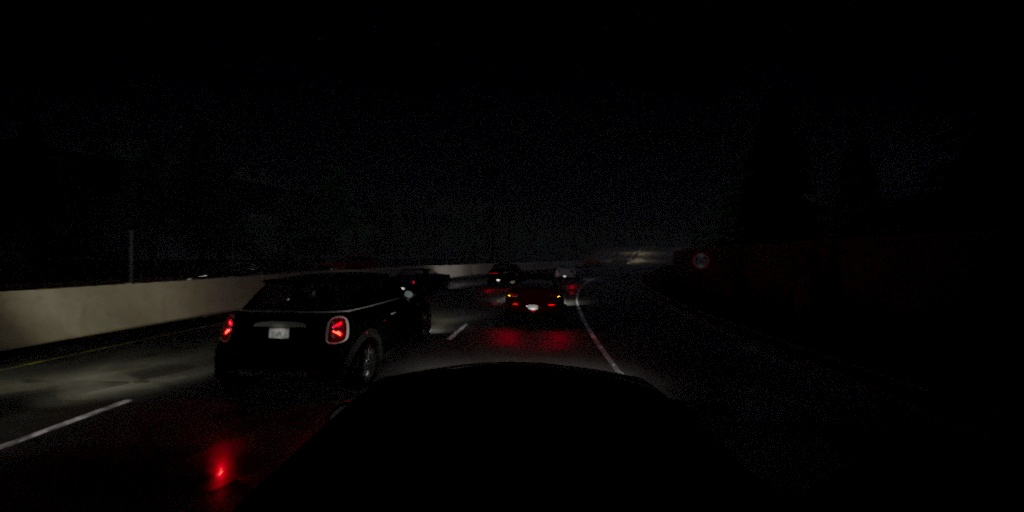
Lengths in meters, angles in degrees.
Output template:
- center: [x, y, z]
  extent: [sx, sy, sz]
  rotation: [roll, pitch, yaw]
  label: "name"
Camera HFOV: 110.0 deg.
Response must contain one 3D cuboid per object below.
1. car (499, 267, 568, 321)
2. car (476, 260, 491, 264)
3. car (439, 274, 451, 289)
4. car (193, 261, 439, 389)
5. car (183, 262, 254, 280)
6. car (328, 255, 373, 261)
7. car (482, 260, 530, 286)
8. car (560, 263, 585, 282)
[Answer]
- center: [0.864, 1.294, 12.462]
  extent: [1.812, 1.442, 4.674]
  rotation: [0, 0, 7]
  label: "car"
- center: [-4.349, 1.328, 61.789]
  extent: [2.033, 1.411, 5.357]
  rotation: [0, 0, 26]
  label: "car"
- center: [-5.048, 1.332, 20.028]
  extent: [1.895, 1.301, 4.718]
  rotation: [0, 0, 11]
  label: "car"
- center: [-3.109, 1.084, 7.041]
  extent: [2.097, 1.767, 4.553]
  rotation: [0, 0, 2]
  label: "car"
- center: [-18.714, 1.135, 23.683]
  extent: [1.837, 1.490, 4.892]
  rotation: [0, 0, 12]
  label: "car"
- center: [-13.711, 0.897, 29.810]
  extent: [2.150, 2.045, 5.566]
  rotation: [0, 0, 15]
  label: "car"
- center: [-0.296, 1.277, 25.054]
  extent: [1.837, 1.490, 4.892]
  rotation: [0, 0, 14]
  label: "car"
- center: [4.787, 1.338, 29.872]
  extent: [1.812, 1.442, 4.674]
  rotation: [1, 0, 18]
  label: "car"
